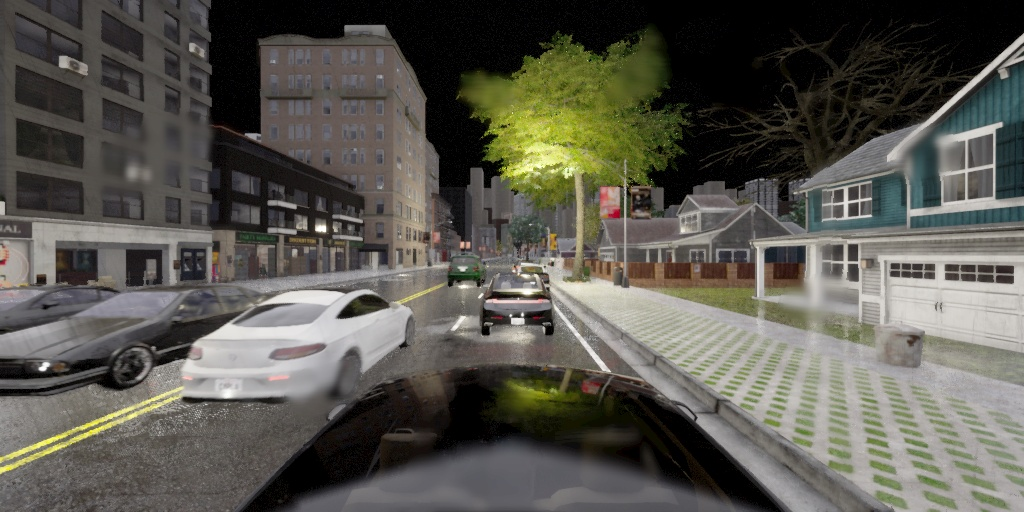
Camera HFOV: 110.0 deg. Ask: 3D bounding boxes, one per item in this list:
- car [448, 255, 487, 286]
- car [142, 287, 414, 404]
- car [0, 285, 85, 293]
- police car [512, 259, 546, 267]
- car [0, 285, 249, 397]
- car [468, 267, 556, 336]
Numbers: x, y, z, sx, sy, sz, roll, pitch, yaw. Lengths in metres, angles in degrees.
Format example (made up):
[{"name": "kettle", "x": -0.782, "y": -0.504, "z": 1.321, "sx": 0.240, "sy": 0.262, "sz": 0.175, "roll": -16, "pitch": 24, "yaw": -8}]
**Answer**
[{"name": "car", "x": -3.047, "y": 0.959, "z": 24.971, "sx": 2.150, "sy": 2.045, "sz": 5.566, "roll": 0, "pitch": 0, "yaw": 0}, {"name": "car", "x": -3.131, "y": 1.275, "z": 6.285, "sx": 1.812, "sy": 1.442, "sz": 4.674, "roll": 0, "pitch": 0, "yaw": 0}, {"name": "car", "x": -9.825, "y": 1.313, "z": 7.374, "sx": 1.994, "sy": 1.385, "sz": 4.181, "roll": 0, "pitch": 0, "yaw": 0}, {"name": "police car", "x": 1.059, "y": 1.166, "z": 20.666, "sx": 1.930, "sy": 1.638, "sz": 5.238, "roll": 0, "pitch": 0, "yaw": 0}, {"name": "car", "x": -6.577, "y": 1.296, "z": 7.058, "sx": 2.033, "sy": 1.411, "sz": 5.357, "roll": 0, "pitch": 0, "yaw": 0}, {"name": "car", "x": 0.137, "y": 1.239, "z": 10.417, "sx": 2.128, "sy": 1.511, "sz": 4.902, "roll": 0, "pitch": 0, "yaw": 0}]
